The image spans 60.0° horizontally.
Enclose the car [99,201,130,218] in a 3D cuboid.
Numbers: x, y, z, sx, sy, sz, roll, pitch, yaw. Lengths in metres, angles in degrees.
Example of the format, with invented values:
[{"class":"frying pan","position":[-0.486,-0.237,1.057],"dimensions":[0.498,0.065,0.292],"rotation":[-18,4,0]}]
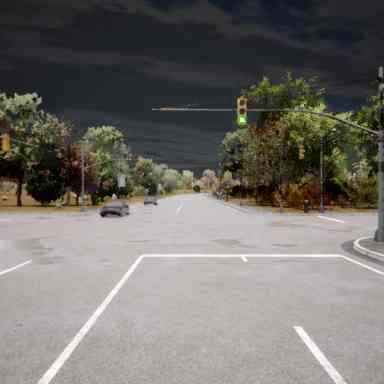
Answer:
[{"class":"car","position":[-6.999,1.548,30.783],"dimensions":[2.033,1.411,5.357],"rotation":[0,0,0]}]

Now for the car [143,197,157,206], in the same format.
[{"class":"car","position":[-7.001,1.545,56.260],"dimensions":[1.994,1.385,4.181],"rotation":[0,0,0]}]
